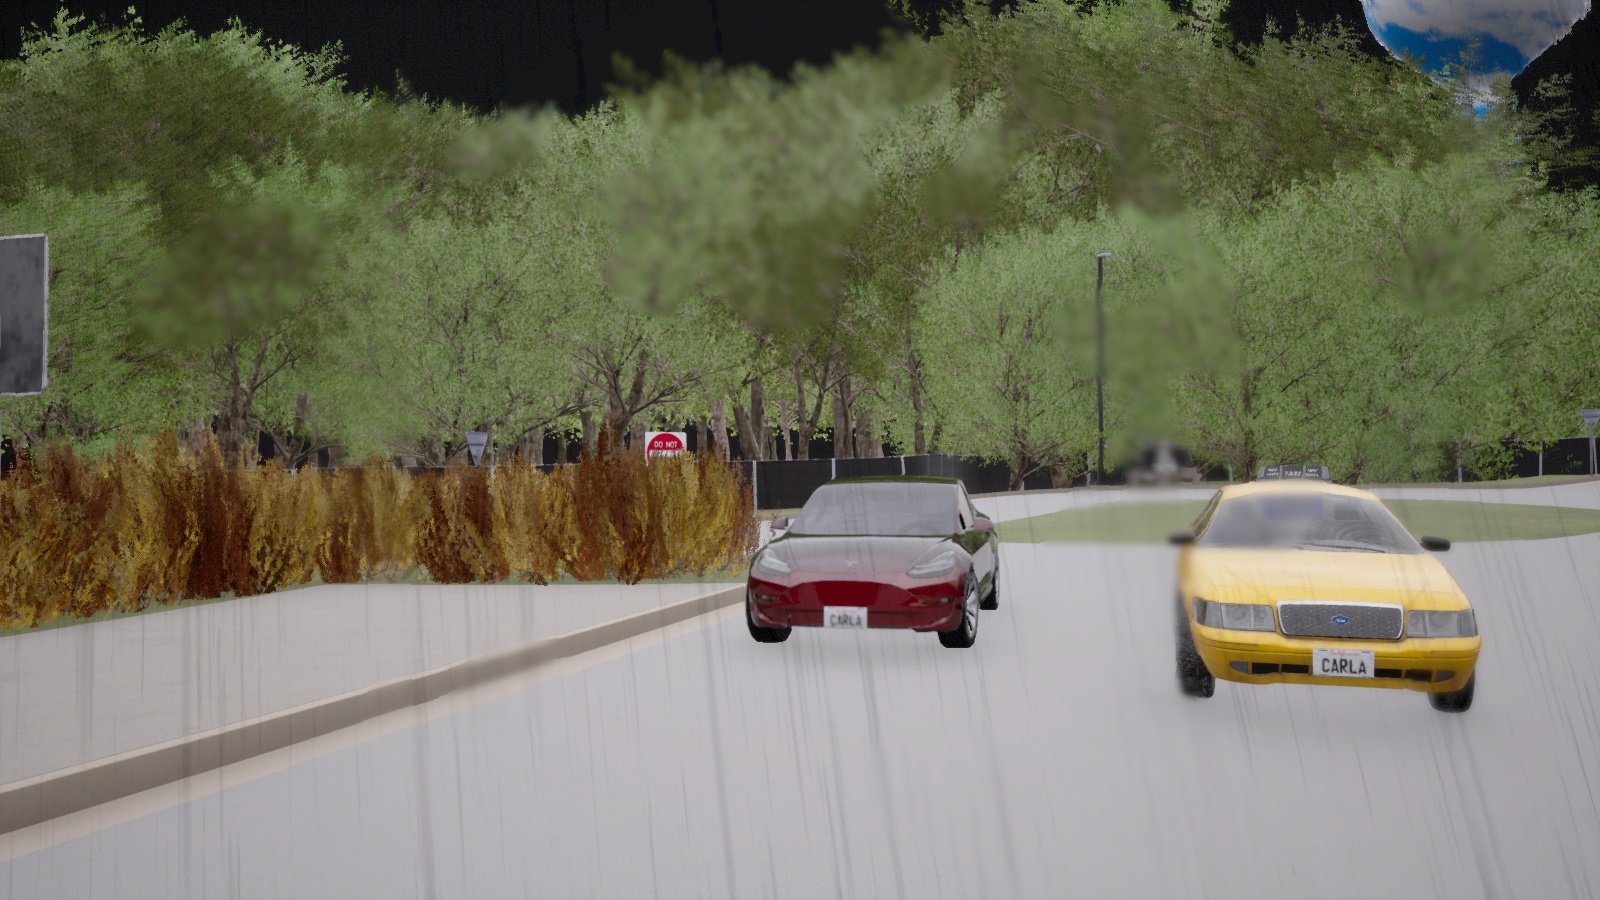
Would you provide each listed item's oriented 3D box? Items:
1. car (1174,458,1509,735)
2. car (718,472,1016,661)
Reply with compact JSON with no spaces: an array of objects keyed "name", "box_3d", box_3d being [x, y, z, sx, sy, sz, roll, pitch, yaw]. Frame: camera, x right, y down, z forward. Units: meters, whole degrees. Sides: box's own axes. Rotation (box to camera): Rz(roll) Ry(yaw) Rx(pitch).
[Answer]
[{"name":"car","box_3d":[3.950,0.863,10.039,1.801,1.575,5.366,0,0,16]},{"name":"car","box_3d":[0.917,0.987,12.630,2.163,1.488,4.792,-1,-1,13]}]
